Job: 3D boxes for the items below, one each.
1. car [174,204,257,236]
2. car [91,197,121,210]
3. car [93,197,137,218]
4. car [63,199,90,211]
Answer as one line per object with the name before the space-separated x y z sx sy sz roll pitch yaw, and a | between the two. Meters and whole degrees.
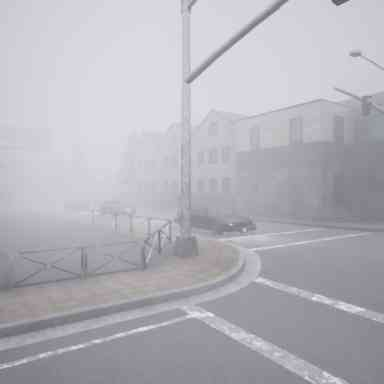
car | 1.012 1.371 17.597 2.033 1.411 5.357 0 0 -32
car | -10.516 1.328 40.428 1.837 1.490 4.892 0 0 -35
car | -6.387 1.314 28.218 2.128 1.511 4.902 0 0 -35
car | -13.195 1.425 37.880 1.895 1.301 4.718 0 0 -35
